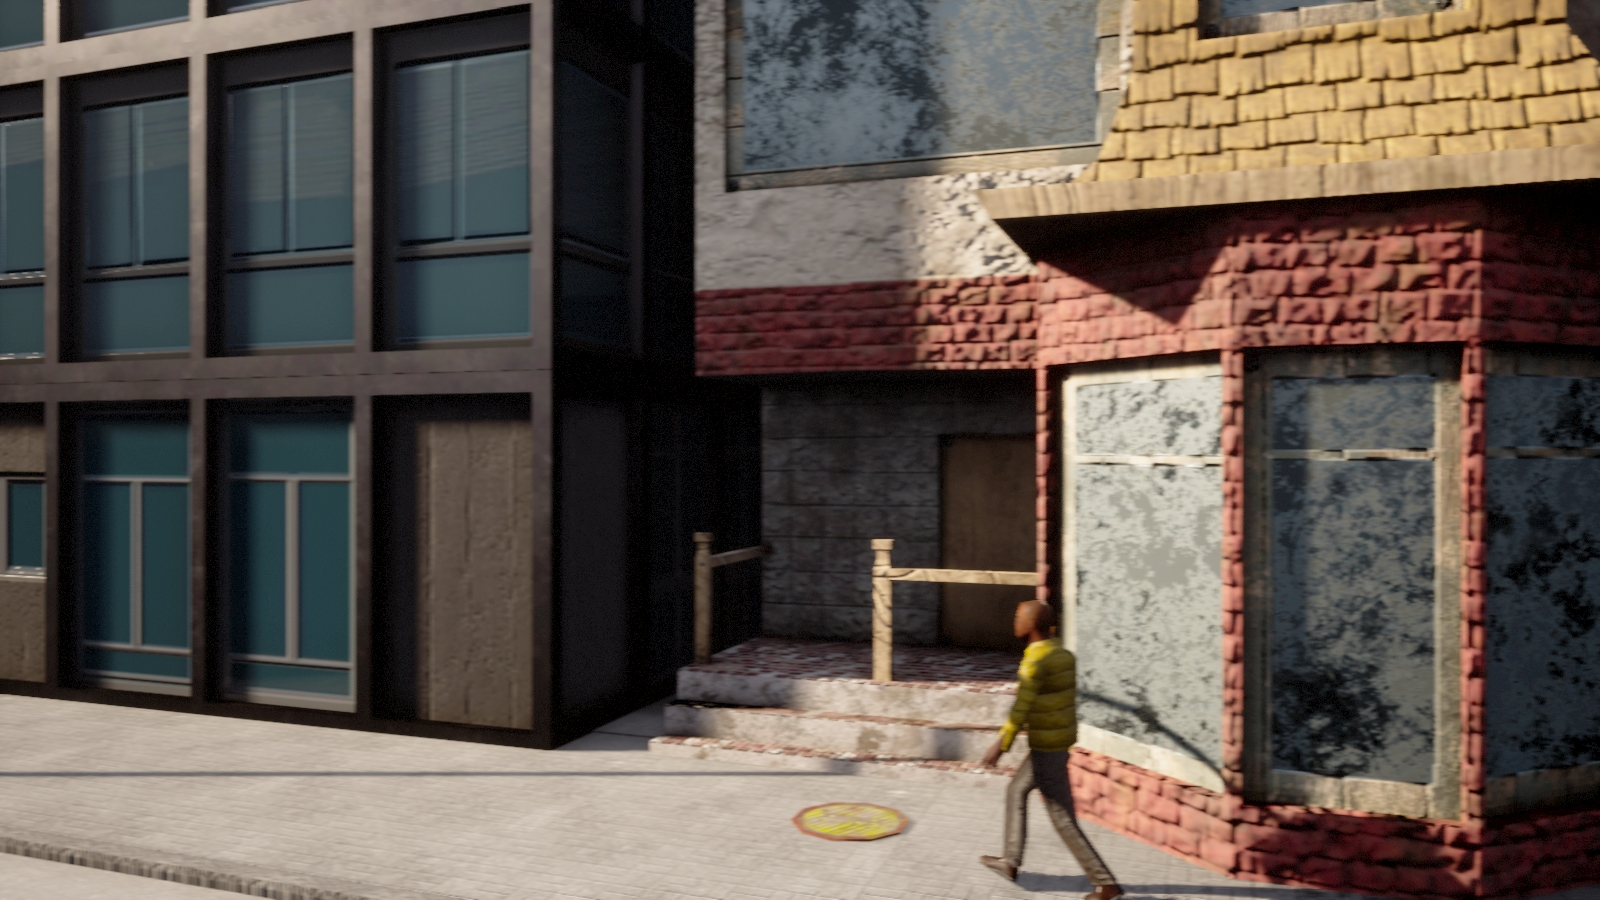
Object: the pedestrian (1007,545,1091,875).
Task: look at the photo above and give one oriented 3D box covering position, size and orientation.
[{"bbox_3d":[1.495,1.524,6.857,0.375,1.860,0.375,0,0,36],"label":"pedestrian"}]
